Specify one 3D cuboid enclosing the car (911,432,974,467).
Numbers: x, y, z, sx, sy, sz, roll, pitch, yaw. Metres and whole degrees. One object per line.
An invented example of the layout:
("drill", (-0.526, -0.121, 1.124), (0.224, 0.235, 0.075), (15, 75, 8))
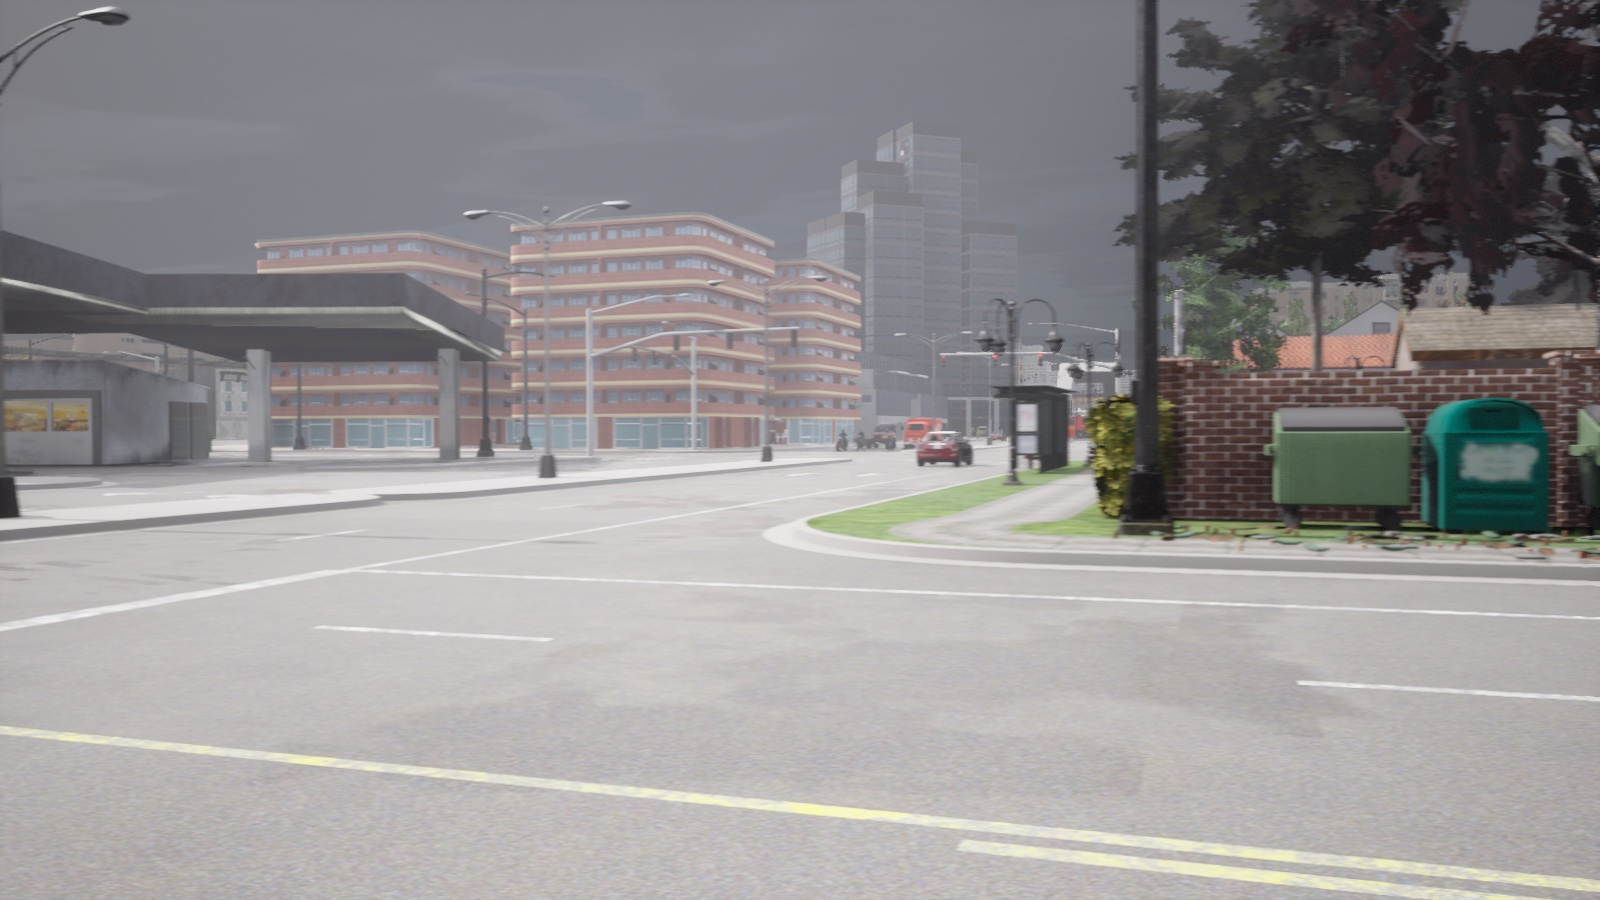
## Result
("car", (6.181, -0.052, 54.101), (1.970, 1.475, 3.806), (1, 1, 18))
